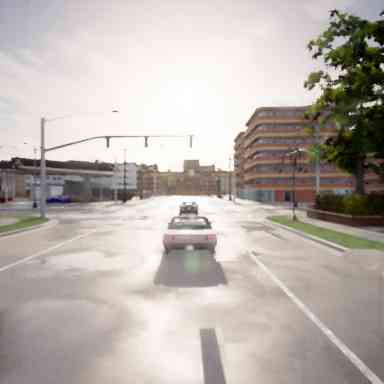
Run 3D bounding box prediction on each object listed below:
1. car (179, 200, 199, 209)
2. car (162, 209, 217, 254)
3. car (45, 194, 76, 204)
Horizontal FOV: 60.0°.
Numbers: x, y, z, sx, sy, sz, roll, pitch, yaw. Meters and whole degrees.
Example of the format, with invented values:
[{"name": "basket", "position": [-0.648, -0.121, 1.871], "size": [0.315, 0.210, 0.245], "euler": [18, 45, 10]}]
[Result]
[{"name": "car", "position": [-0.273, 1.506, 31.843], "size": [2.033, 1.411, 5.357], "euler": [0, 0, 0]}, {"name": "car", "position": [-0.098, 1.583, 13.401], "size": [1.895, 1.301, 4.718], "euler": [0, 0, -1]}, {"name": "car", "position": [-24.042, 1.264, 59.869], "size": [4.611, 1.667, 2.242], "euler": [0, 0, 0]}]
